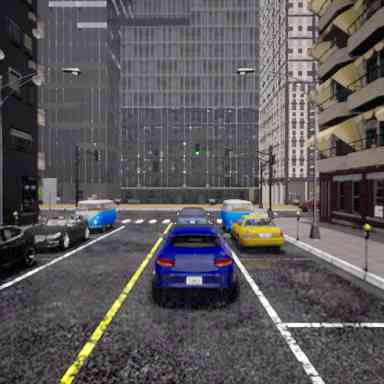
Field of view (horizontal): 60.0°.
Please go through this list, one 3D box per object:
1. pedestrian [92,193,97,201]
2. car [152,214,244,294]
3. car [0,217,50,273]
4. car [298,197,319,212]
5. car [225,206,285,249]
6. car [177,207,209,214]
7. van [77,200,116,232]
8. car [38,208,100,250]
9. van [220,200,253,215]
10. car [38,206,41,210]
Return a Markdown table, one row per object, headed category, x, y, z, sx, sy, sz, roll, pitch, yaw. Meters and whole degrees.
| category | x | y | z | sx | sy | sz | roll | pitch | yaw |
| --- | --- | --- | --- | --- | --- | --- | --- | --- | --- |
| pedestrian | -12.426 | 0.998 | 42.299 | 0.375 | 1.860 | 0.375 | 0 | 0 | 0 |
| car | 0.064 | 1.547 | 8.730 | 1.812 | 1.442 | 4.674 | 0 | 0 | 0 |
| car | -5.707 | 1.587 | 8.697 | 1.947 | 1.339 | 4.313 | -1 | 0 | 0 |
| car | 15.207 | 1.442 | 39.220 | 5.009 | 1.841 | 2.192 | 0 | 0 | 0 |
| car | 2.669 | 1.561 | 14.447 | 1.752 | 1.417 | 4.829 | -1 | 0 | 0 |
| car | 0.057 | 1.596 | 19.714 | 2.033 | 1.411 | 5.357 | 0 | 0 | 1 |
| van | -5.719 | 1.390 | 19.902 | 1.690 | 1.788 | 3.998 | -1 | 0 | 0 |
| car | -5.711 | 1.586 | 14.299 | 2.008 | 1.369 | 4.403 | -1 | 0 | 0 |
| van | 2.662 | 1.390 | 19.879 | 1.690 | 1.788 | 3.998 | -1 | 0 | 0 |
| car | -17.608 | 1.591 | 33.595 | 4.181 | 1.385 | 1.994 | 0 | 1 | 0 |
